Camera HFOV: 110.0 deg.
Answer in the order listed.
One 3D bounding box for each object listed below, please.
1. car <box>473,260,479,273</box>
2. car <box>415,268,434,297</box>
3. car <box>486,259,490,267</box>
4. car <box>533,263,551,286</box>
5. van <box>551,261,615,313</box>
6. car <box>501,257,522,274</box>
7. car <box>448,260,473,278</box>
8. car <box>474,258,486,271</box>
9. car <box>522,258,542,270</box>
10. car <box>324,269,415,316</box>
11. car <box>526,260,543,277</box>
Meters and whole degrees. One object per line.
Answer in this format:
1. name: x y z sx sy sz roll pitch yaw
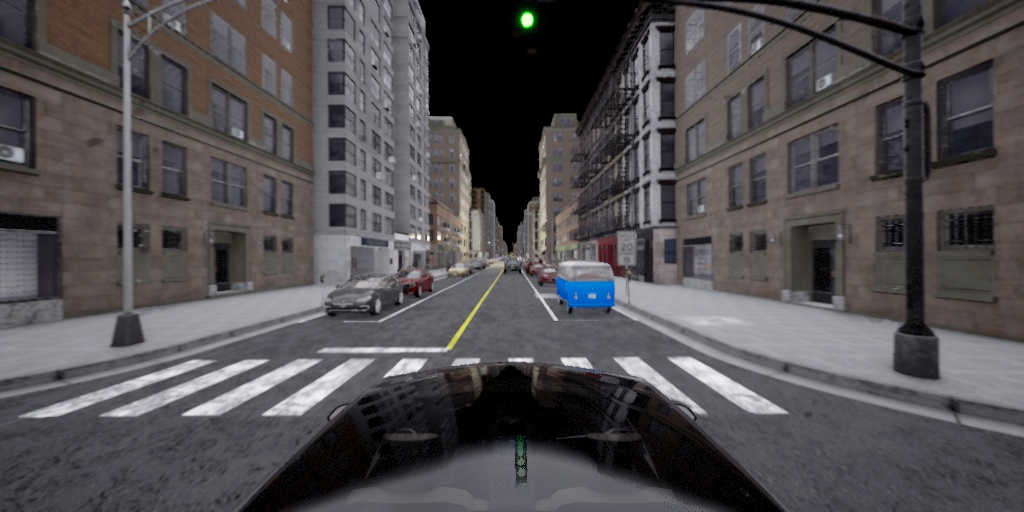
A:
1. car: -5.371 1.426 42.014 1.948 1.339 4.313 0 0 0
2. car: -5.381 1.361 19.286 1.888 1.381 4.507 0 0 0
3. car: -5.364 1.201 59.059 2.192 1.841 5.009 0 0 0
4. car: 2.646 1.357 24.972 1.802 1.307 4.207 0 0 0
5. van: 2.641 1.091 13.610 1.690 1.789 3.998 0 0 0
6. car: 0.064 1.177 43.154 2.097 1.767 4.553 0 0 1
7. car: -5.374 1.376 36.162 1.751 1.417 4.829 0 0 0
8. car: -5.366 1.443 53.378 1.948 1.339 4.313 0 0 0
9. car: 2.654 1.121 42.017 2.192 1.841 5.009 0 0 0
10. car: -5.384 1.354 13.604 2.007 1.370 4.403 0 0 0
11. car: 2.651 1.379 36.335 1.802 1.307 4.207 0 0 0
